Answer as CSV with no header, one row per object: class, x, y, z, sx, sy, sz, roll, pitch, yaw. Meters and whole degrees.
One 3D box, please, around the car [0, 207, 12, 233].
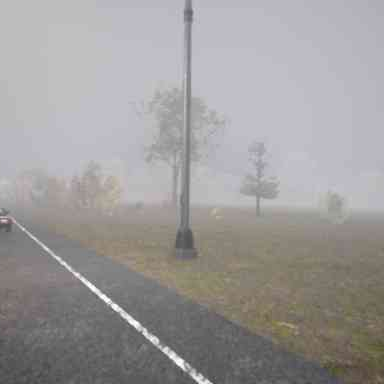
car,-11.027,1.459,18.132,1.895,1.301,4.718,1,0,-33
